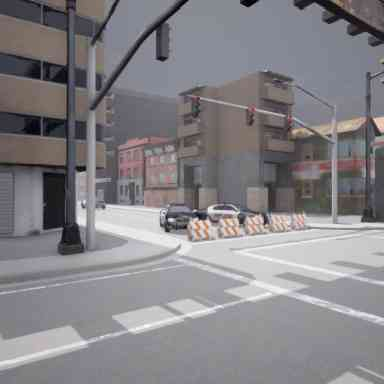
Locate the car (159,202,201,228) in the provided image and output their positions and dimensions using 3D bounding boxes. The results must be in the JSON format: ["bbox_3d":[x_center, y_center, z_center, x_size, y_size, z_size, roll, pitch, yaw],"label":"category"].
[{"bbox_3d":[-0.842,1.295,20.034,1.853,1.218,4.536,0,0,-11],"label":"car"}]

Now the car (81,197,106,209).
[{"bbox_3d":[-12.931,1.453,43.628,2.038,1.542,4.974,0,0,-36],"label":"car"}]

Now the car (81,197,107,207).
[{"bbox_3d":[-12.962,1.295,43.670,1.853,1.218,4.536,0,0,-36],"label":"car"}]

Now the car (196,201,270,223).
[{"bbox_3d":[2.698,1.295,22.165,4.536,1.218,1.853,0,0,34],"label":"car"}]

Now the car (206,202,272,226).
[{"bbox_3d":[2.741,1.453,22.136,4.974,1.542,2.038,0,0,34],"label":"car"}]

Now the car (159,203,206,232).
[{"bbox_3d":[-0.832,1.453,19.983,2.038,1.542,4.974,0,0,-11],"label":"car"}]
